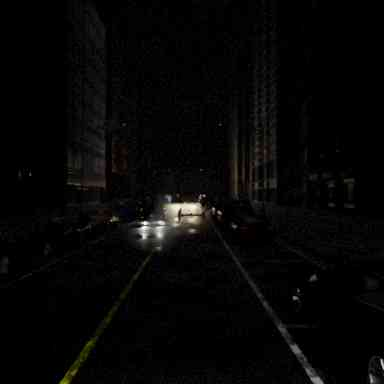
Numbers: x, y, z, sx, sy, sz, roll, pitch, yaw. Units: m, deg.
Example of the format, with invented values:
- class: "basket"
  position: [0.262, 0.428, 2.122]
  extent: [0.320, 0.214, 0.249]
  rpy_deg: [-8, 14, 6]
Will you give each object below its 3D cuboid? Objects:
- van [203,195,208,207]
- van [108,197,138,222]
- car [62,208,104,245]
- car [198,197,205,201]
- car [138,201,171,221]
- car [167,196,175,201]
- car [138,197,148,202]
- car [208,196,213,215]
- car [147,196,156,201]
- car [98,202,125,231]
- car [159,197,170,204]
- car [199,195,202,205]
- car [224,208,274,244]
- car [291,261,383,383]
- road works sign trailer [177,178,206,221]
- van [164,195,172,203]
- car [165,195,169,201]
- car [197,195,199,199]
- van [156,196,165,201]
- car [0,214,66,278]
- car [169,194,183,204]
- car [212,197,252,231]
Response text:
- class: "van"
  position: [2.701, 1.522, 43.839]
  extent: [1.690, 1.788, 3.998]
  rpy_deg: [0, 0, 0]
- class: "van"
  position: [-5.800, 1.451, 26.988]
  extent: [1.690, 1.788, 3.998]
  rpy_deg: [0, 0, 0]
- class: "car"
  position: [-5.784, 1.645, 15.768]
  extent: [1.802, 1.307, 4.206]
  rpy_deg: [0, 0, 0]
- class: "car"
  position: [2.629, 1.971, 94.320]
  extent: [1.947, 1.339, 4.313]
  rpy_deg: [0, 0, 0]
- class: "car"
  position: [-3.137, 1.678, 27.849]
  extent: [1.994, 1.385, 4.181]
  rpy_deg: [0, 0, 0]
- class: "car"
  position: [-5.896, 1.846, 94.301]
  extent: [1.967, 1.590, 4.097]
  rpy_deg: [0, 0, 0]
- class: "car"
  position: [-5.808, 1.574, 32.597]
  extent: [1.967, 1.590, 4.097]
  rpy_deg: [0, 0, 0]
- class: "car"
  position: [2.725, 1.425, 27.012]
  extent: [2.192, 1.841, 5.009]
  rpy_deg: [0, 0, 0]
- class: "car"
  position: [-5.816, 1.473, 38.206]
  extent: [2.192, 1.841, 5.009]
  rpy_deg: [0, 0, 0]
- class: "car"
  position: [-5.792, 1.611, 21.207]
  extent: [1.752, 1.417, 4.829]
  rpy_deg: [0, 0, 0]
- class: "car"
  position: [-5.864, 1.856, 71.862]
  extent: [2.008, 1.369, 4.403]
  rpy_deg: [0, 0, 0]
- class: "car"
  position: [2.685, 1.545, 55.057]
  extent: [2.192, 1.841, 5.009]
  rpy_deg: [0, 0, 0]
- class: "car"
  position: [2.741, 1.645, 15.793]
  extent: [1.802, 1.307, 4.206]
  rpy_deg: [0, 0, 0]
- class: "car"
  position: [2.757, 1.584, 4.574]
  extent: [1.947, 1.339, 4.313]
  rpy_deg: [0, 0, 0]
- class: "road works sign trailer"
  position: [-0.040, 0.579, 28.182]
  extent: [2.380, 3.560, 2.880]
  rpy_deg: [0, 0, 0]
- class: "van"
  position: [-5.880, 1.697, 83.082]
  extent: [1.690, 1.788, 3.998]
  rpy_deg: [0, 0, 0]
- class: "car"
  position: [-5.848, 1.570, 60.644]
  extent: [2.192, 1.841, 5.009]
  rpy_deg: [0, 0, 0]
- class: "car"
  position: [2.661, 1.745, 71.884]
  extent: [1.967, 1.590, 4.097]
  rpy_deg: [0, 0, 0]
- class: "van"
  position: [-5.840, 1.572, 55.035]
  extent: [1.690, 1.788, 3.998]
  rpy_deg: [0, 0, 0]
- class: "car"
  position: [-5.776, 1.591, 10.159]
  extent: [2.008, 1.369, 4.403]
  rpy_deg: [0, 0, 0]
- class: "car"
  position: [-3.097, 1.435, 68.238]
  extent: [2.150, 2.045, 5.566]
  rpy_deg: [0, 0, 0]
- class: "car"
  position: [2.733, 1.401, 21.403]
  extent: [2.192, 1.841, 5.009]
  rpy_deg: [0, 0, 0]
